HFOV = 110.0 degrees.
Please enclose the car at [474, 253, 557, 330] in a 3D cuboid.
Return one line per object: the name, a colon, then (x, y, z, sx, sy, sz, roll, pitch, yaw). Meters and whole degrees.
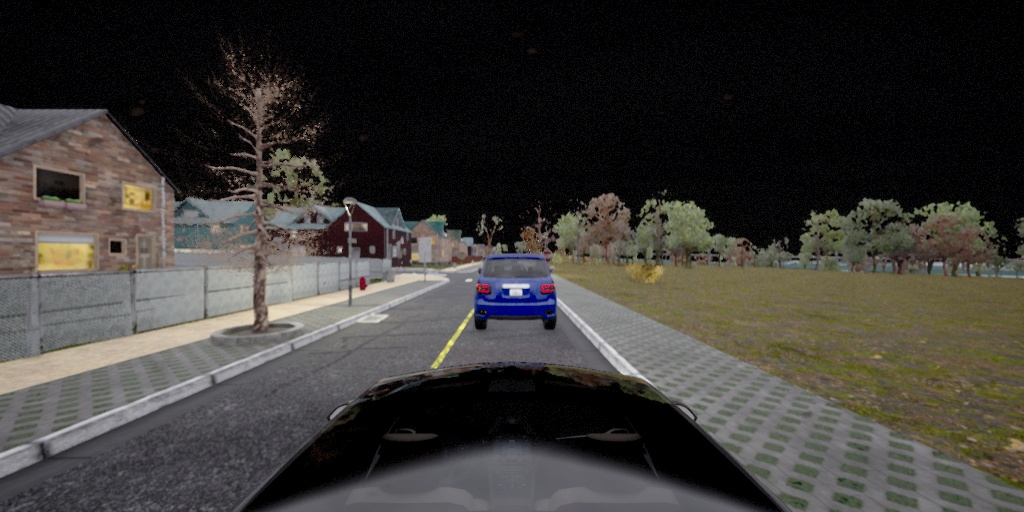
car: (0.082, 0.943, 11.186, 2.150, 2.045, 5.566, 0, 0, 0)
